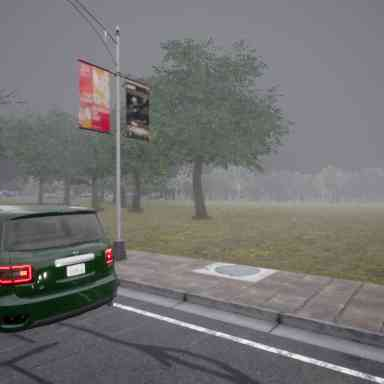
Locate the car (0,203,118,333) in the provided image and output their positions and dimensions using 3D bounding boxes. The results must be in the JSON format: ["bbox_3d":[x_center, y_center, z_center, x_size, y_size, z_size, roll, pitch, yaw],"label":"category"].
[{"bbox_3d":[-3.857,1.235,6.390,5.566,2.045,2.150,0,0,36],"label":"car"}]
